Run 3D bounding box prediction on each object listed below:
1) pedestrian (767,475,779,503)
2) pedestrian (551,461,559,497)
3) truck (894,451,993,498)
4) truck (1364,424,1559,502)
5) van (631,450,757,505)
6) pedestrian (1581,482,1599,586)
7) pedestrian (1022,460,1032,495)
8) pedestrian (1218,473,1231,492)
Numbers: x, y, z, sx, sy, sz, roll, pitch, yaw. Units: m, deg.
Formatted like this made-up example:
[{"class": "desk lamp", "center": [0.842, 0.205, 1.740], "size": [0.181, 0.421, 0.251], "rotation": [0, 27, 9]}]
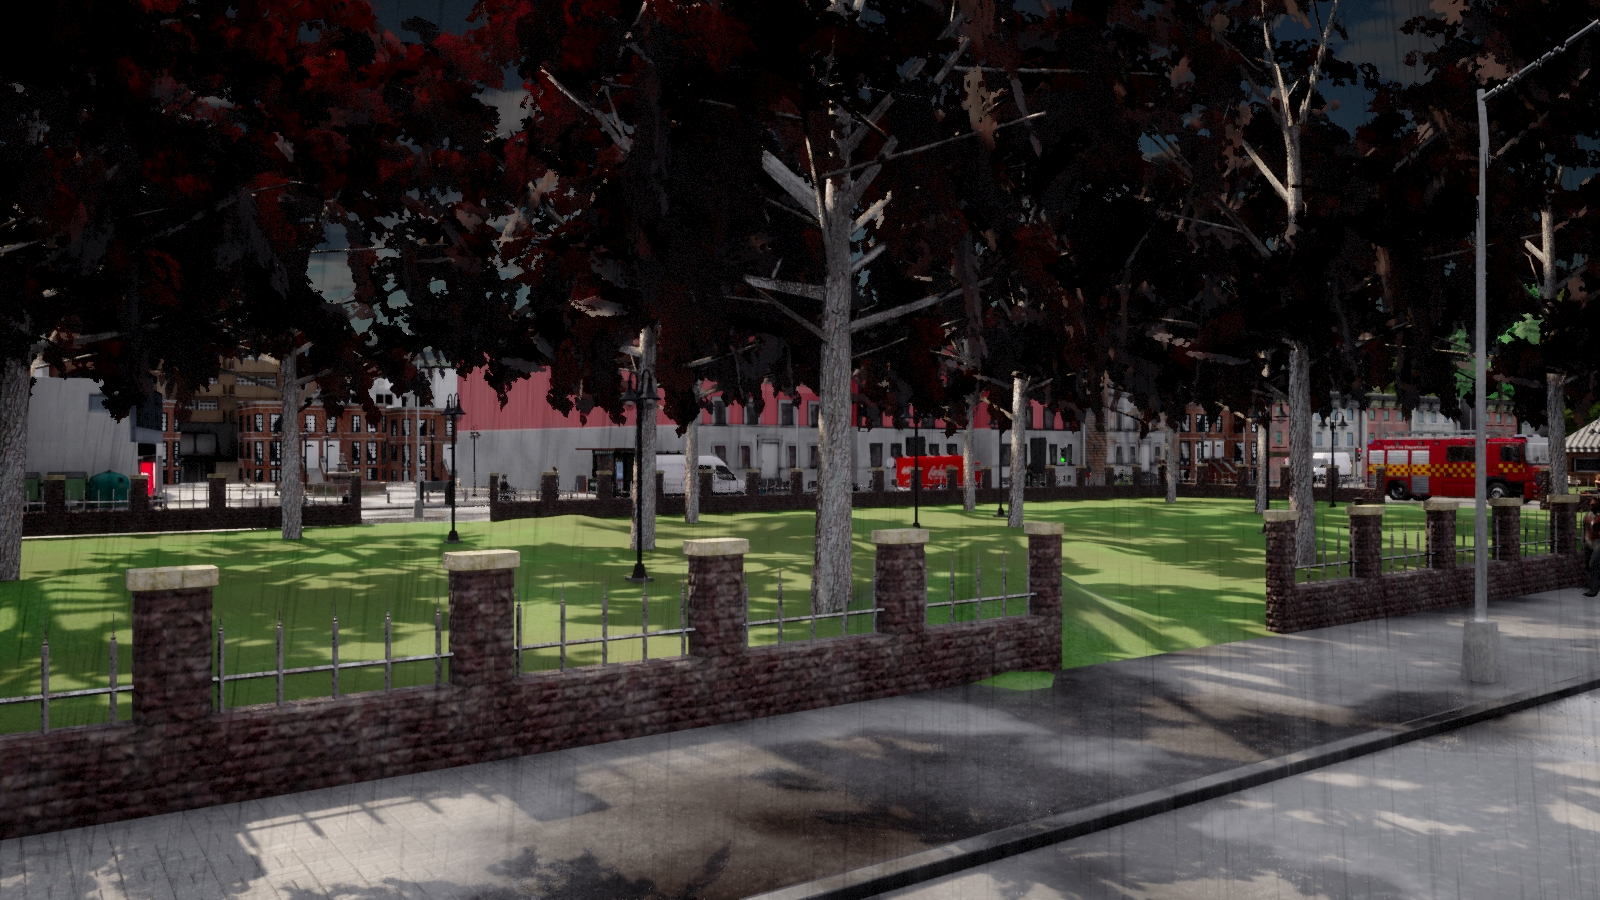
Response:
[{"class": "pedestrian", "center": [-1.249, 1.792, 52.956], "size": [0.375, 1.300, 0.375], "rotation": [0, 0, -35]}, {"class": "pedestrian", "center": [-12.803, 1.515, 59.748], "size": [0.375, 1.860, 0.375], "rotation": [0, 0, -22]}, {"class": "truck", "center": [8.246, 1.351, 65.479], "size": [5.204, 2.467, 2.627], "rotation": [-2, 1, -35]}, {"class": "truck", "center": [34.631, 0.645, 60.204], "size": [2.891, 3.827, 8.468], "rotation": [0, 0, -34]}, {"class": "van", "center": [-5.156, 1.303, 56.098], "size": [5.915, 2.561, 1.988], "rotation": [0, 0, -35]}, {"class": "pedestrian", "center": [14.528, 1.515, 20.786], "size": [0.375, 1.860, 0.375], "rotation": [0, 0, -20]}, {"class": "pedestrian", "center": [12.489, 1.507, 62.820], "size": [0.375, 1.860, 0.375], "rotation": [0, 0, 44]}, {"class": "pedestrian", "center": [24.427, 1.883, 65.772], "size": [0.500, 1.100, 0.500], "rotation": [0, 0, -35]}]
